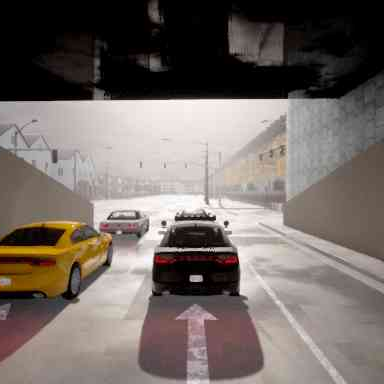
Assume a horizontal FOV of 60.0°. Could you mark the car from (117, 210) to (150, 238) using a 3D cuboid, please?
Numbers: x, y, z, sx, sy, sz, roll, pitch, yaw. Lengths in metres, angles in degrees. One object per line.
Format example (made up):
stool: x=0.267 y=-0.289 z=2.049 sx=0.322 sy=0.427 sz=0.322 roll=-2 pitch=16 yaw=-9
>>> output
car: x=-3.406 y=1.601 z=17.765 sx=1.895 sy=1.301 sz=4.718 roll=0 pitch=0 yaw=0

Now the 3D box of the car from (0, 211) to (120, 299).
car: x=-3.410 y=1.478 z=8.522 sx=1.882 sy=1.535 sz=5.008 roll=0 pitch=0 yaw=0

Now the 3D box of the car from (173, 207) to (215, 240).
car: x=0.092 y=1.563 z=17.809 sx=1.994 sy=1.385 sz=4.181 roll=0 pitch=0 yaw=0

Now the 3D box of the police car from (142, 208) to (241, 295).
police car: x=0.086 y=1.425 z=8.847 sx=1.930 sy=1.638 sz=5.238 roll=0 pitch=0 yaw=0
